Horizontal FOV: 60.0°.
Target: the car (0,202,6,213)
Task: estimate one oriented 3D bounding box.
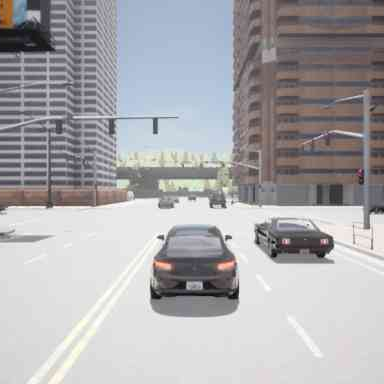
[{"bbox_3d":[-21.672,1.499,34.006,4.892,1.490,1.837,0,0,1],"label":"car"}]

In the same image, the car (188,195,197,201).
[{"bbox_3d":[0.045,1.413,77.336,1.837,1.490,4.892,0,0,0],"label":"car"}]

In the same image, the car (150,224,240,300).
[{"bbox_3d":[0.066,1.524,8.293,1.812,1.442,4.674,0,0,0],"label":"car"}]

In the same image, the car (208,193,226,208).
[{"bbox_3d":[3.628,1.213,48.020,2.150,2.045,5.566,0,0,0],"label":"car"}]

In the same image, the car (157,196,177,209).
[{"bbox_3d":[-3.564,1.344,46.010,2.097,1.767,4.553,0,0,0],"label":"car"}]

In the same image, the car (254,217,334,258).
[{"bbox_3d":[3.610,1.599,12.745,1.895,1.301,4.718,0,0,1],"label":"car"}]

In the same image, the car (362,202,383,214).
[{"bbox_3d":[19.977,1.595,33.760,4.718,1.301,1.895,0,0,1],"label":"car"}]

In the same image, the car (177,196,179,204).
[{"bbox_3d":[-3.504,1.467,64.877,1.882,1.535,5.008,0,0,0],"label":"car"}]
